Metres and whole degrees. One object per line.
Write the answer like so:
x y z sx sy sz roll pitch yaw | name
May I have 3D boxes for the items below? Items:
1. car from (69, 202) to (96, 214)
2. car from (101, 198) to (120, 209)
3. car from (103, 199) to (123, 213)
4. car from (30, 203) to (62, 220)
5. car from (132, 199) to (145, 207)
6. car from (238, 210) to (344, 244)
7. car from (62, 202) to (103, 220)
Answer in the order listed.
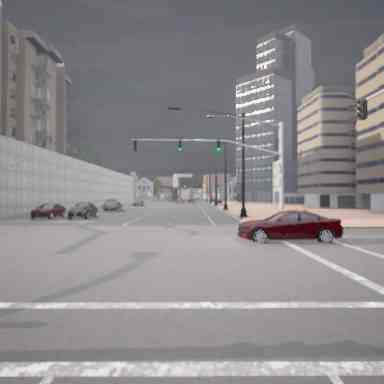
-14.166 2.007 43.314 1.812 1.442 4.674 0 -1 1 | car
-14.139 1.995 57.989 2.097 1.767 4.553 0 -1 0 | car
-10.656 2.005 45.139 1.837 1.490 4.892 0 0 0 | car
-14.142 1.844 32.943 1.882 1.535 5.008 0 -1 0 | car
-10.598 2.241 66.094 1.837 1.490 4.892 0 -1 0 | car
4.759 1.661 16.346 5.008 1.535 1.882 0 -1 0 | car
-10.650 1.869 32.734 1.837 1.490 4.892 0 -1 0 | car
